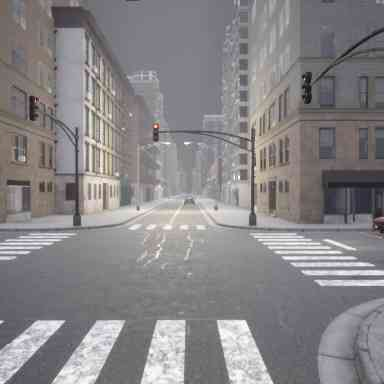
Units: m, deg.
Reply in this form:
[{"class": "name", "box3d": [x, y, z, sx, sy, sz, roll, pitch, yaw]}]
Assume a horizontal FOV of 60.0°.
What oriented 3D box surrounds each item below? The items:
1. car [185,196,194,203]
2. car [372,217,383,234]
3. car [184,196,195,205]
[{"class": "car", "box3d": [-0.535, 1.548, 69.189, 1.812, 1.442, 4.674, 0, 0, 0]}, {"class": "car", "box3d": [11.644, 1.530, 16.987, 4.507, 1.381, 1.887, 0, 0, 0]}, {"class": "car", "box3d": [-0.457, 1.541, 59.184, 1.812, 1.442, 4.674, 0, 0, 0]}]
